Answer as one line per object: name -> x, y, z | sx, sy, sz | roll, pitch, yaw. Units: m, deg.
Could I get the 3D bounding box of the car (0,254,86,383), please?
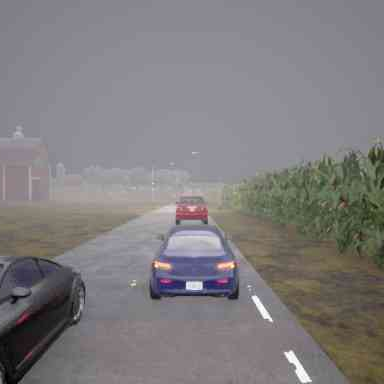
car -> -2.871, 1.563, 4.283 | 1.994, 1.385, 4.181 | 0, 0, 0

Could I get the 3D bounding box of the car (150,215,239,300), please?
car -> 0.061, 1.524, 8.289 | 1.812, 1.442, 4.674 | 0, 0, 0

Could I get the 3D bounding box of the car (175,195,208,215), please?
car -> -0.046, 1.244, 23.933 | 2.150, 2.045, 5.566 | 0, 0, -1
